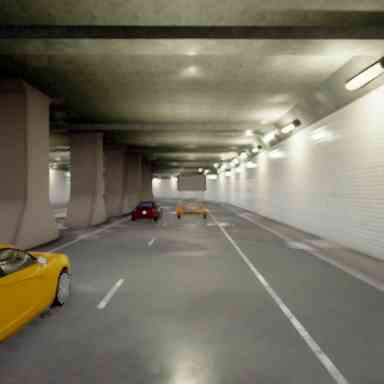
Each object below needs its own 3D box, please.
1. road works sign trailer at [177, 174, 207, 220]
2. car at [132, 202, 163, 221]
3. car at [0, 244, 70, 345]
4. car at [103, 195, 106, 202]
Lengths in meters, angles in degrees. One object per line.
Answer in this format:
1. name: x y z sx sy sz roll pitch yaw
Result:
1. road works sign trailer: -0.003 0.322 26.726 2.380 3.560 2.880 0 0 0
2. car: -3.404 1.426 25.784 1.994 1.385 4.181 0 0 0
3. car: -3.401 1.451 4.818 1.882 1.535 5.008 0 0 0
4. car: -14.879 1.214 58.333 1.812 1.442 4.674 0 0 -7
